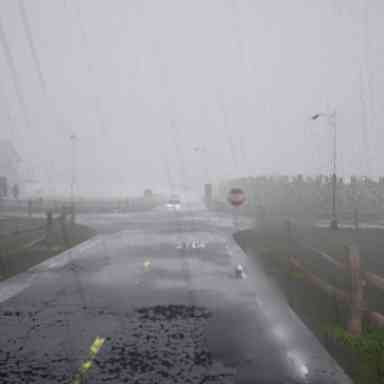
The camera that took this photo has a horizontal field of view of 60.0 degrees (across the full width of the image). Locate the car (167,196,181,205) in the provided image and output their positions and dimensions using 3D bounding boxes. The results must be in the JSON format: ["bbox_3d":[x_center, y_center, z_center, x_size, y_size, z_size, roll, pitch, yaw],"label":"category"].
[{"bbox_3d":[-2.744,1.262,51.349,1.994,1.385,4.181,0,1,0],"label":"car"}]
